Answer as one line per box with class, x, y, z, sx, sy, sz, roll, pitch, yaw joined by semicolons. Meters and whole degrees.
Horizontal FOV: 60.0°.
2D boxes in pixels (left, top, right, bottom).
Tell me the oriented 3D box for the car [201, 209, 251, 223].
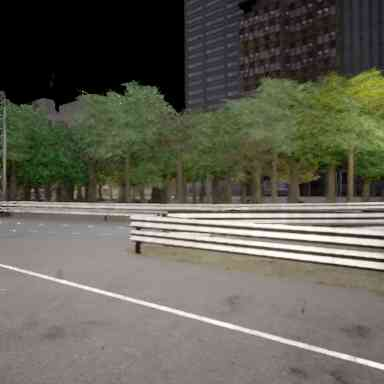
car;0.782;1.570;18.088;4.718;1.301;1.895;-1;0;14
